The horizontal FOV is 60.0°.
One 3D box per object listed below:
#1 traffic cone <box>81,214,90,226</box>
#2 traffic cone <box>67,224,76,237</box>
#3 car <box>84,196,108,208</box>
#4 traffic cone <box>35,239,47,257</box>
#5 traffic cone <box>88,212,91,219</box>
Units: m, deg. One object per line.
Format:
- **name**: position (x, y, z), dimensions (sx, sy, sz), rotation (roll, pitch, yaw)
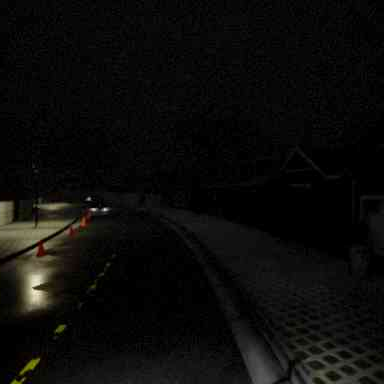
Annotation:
- **traffic cone**: position (-6.824, 1.828, 21.036), dimensions (0.340, 0.580, 0.340), rotation (0, 1, -12)
- **traffic cone**: position (-5.889, 1.868, 16.243), dimensions (0.340, 0.580, 0.340), rotation (0, 1, -10)
- **car**: position (-12.361, 1.244, 42.306), dimensions (2.033, 1.411, 5.357), rotation (-1, 1, -31)
- **traffic cone**: position (-5.180, 1.907, 11.412), dimensions (0.340, 0.580, 0.340), rotation (0, 0, -7)
- **traffic cone**: position (-7.983, 1.788, 25.781), dimensions (0.340, 0.580, 0.340), rotation (0, 1, -15)
